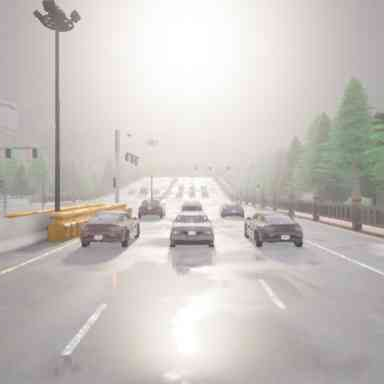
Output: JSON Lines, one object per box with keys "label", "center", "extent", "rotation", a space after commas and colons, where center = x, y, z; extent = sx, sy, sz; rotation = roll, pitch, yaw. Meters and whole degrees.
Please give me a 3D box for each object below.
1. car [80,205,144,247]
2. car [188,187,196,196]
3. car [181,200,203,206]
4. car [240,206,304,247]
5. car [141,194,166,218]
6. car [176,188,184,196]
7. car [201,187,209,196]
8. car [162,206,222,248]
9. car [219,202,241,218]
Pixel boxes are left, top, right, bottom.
{"label": "car", "center": [-3.500, 1.531, 14.756], "extent": [1.812, 1.442, 4.674], "rotation": [0, 0, 0]}
{"label": "car", "center": [0.070, 0.288, 91.506], "extent": [1.837, 1.490, 4.892], "rotation": [0, 7, 0]}
{"label": "car", "center": [0.000, 1.483, 29.756], "extent": [1.882, 1.535, 5.008], "rotation": [0, 0, 0]}
{"label": "car", "center": [3.500, 1.531, 14.756], "extent": [1.812, 1.442, 4.674], "rotation": [0, 0, 0]}
{"label": "car", "center": [-3.500, 1.364, 29.726], "extent": [2.097, 1.767, 4.553], "rotation": [0, 0, 0]}
{"label": "car", "center": [-3.429, 0.379, 91.567], "extent": [1.895, 1.301, 4.718], "rotation": [0, 7, 0]}
{"label": "car", "center": [3.570, 0.341, 91.493], "extent": [1.994, 1.385, 4.181], "rotation": [0, 7, 0]}
{"label": "car", "center": [0.000, 1.561, 14.756], "extent": [2.033, 1.411, 5.357], "rotation": [0, 0, 0]}
{"label": "car", "center": [3.500, 1.571, 29.756], "extent": [1.994, 1.385, 4.181], "rotation": [0, 0, 0]}
